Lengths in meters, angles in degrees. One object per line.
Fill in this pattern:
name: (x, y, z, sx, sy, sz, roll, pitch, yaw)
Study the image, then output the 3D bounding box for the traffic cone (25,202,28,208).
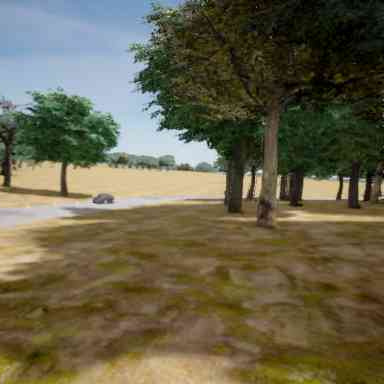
traffic cone: (-17.037, 1.353, 34.378, 0.340, 0.580, 0.340, 4, 1, 10)

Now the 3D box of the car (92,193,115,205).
car: (-12.530, 0.959, 47.380, 1.837, 1.490, 4.892, 4, 1, 10)

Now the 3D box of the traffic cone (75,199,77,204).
traffic cone: (-15.371, 1.268, 44.238, 0.340, 0.580, 0.340, 4, 1, 10)
